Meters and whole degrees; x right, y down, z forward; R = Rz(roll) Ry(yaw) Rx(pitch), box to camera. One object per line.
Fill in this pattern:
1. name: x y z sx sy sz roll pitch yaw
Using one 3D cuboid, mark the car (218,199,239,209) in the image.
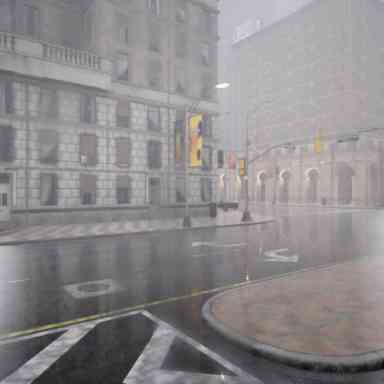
1. car: 4.039 1.601 43.919 1.895 1.301 4.718 0 0 -36
